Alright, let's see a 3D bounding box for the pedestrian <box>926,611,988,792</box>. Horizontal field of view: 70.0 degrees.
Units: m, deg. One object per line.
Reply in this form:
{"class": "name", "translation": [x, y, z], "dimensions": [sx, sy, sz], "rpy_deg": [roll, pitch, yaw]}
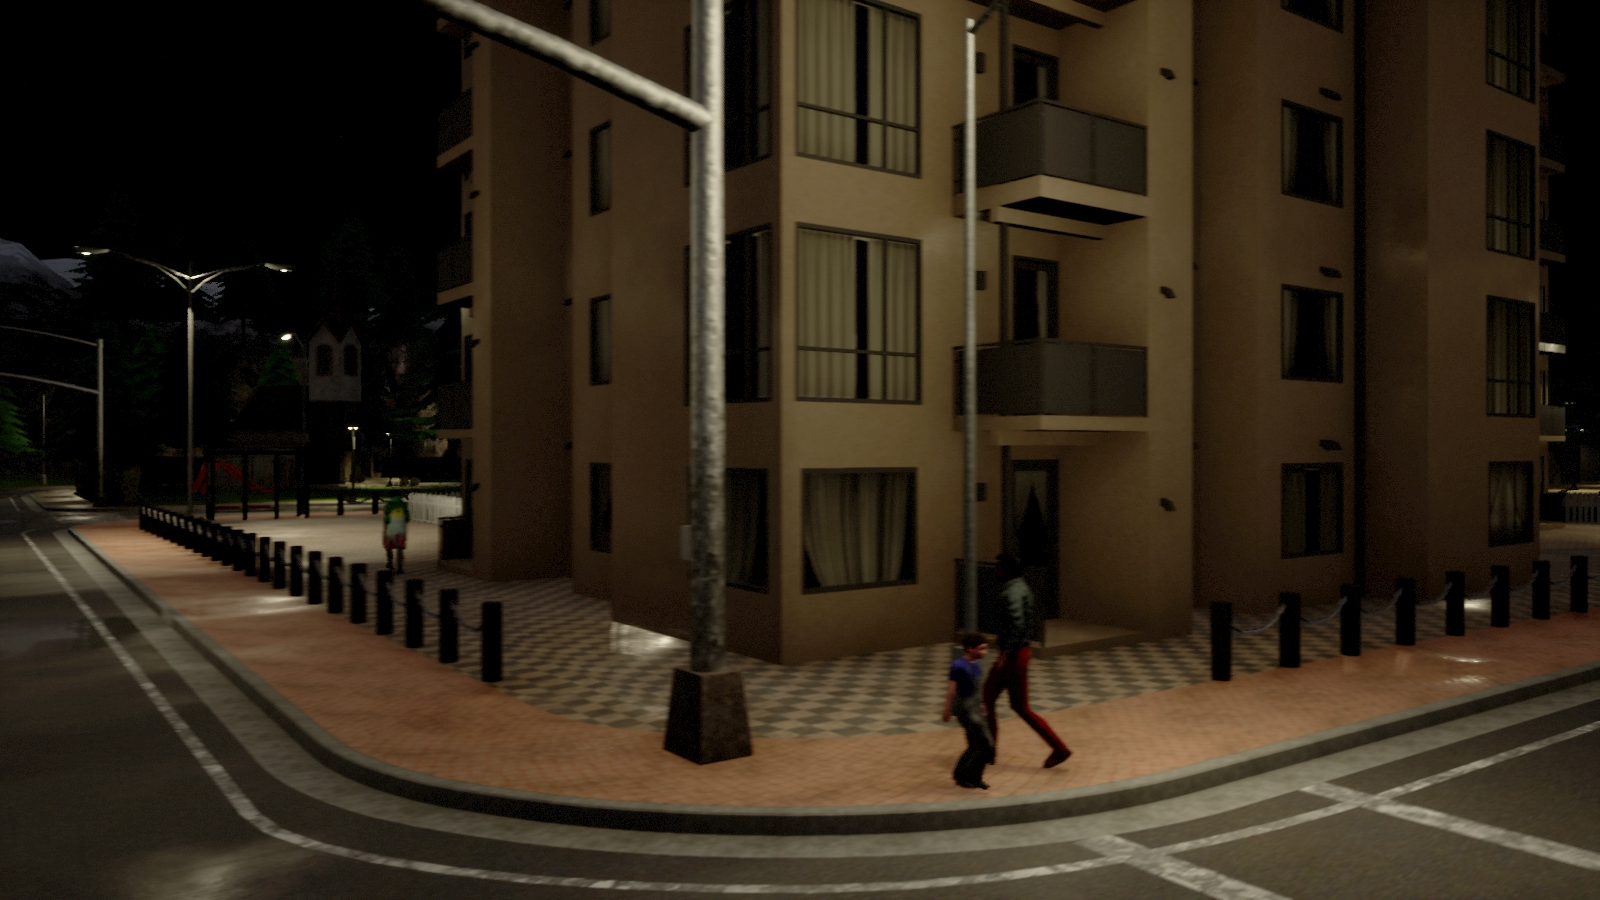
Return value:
{"class": "pedestrian", "translation": [1.233, 1.946, 8.934], "dimensions": [0.375, 1.300, 0.375], "rpy_deg": [0, 0, 27]}

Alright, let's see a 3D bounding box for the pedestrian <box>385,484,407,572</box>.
{"class": "pedestrian", "translation": [-8.648, 1.663, 24.476], "dimensions": [0.375, 1.860, 0.375], "rpy_deg": [0, 0, -32]}

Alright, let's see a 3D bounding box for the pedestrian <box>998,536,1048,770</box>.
{"class": "pedestrian", "translation": [1.855, 1.666, 9.494], "dimensions": [0.375, 1.860, 0.375], "rpy_deg": [0, 0, 17]}
